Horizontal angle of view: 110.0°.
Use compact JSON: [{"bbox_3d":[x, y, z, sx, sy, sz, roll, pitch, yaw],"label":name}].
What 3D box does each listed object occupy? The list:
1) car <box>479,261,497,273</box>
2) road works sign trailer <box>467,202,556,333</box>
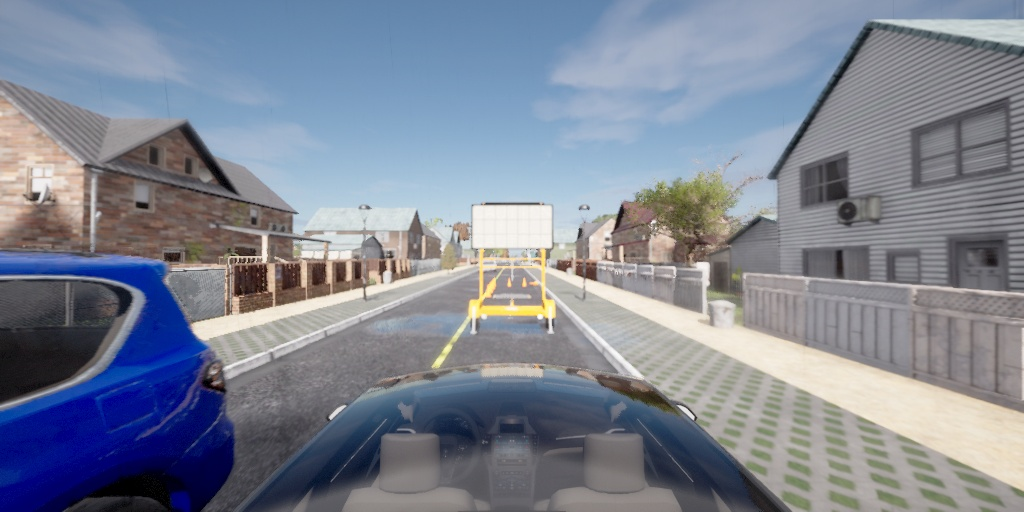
[{"bbox_3d":[-2.855,1.290,43.638,1.812,1.442,4.674,0,0,0],"label":"car"},{"bbox_3d":[0.011,0.206,10.669,2.380,3.560,2.880,0,0,0],"label":"road works sign trailer"}]
